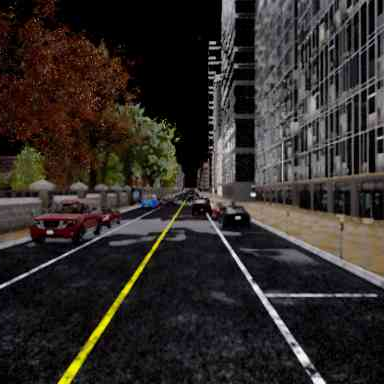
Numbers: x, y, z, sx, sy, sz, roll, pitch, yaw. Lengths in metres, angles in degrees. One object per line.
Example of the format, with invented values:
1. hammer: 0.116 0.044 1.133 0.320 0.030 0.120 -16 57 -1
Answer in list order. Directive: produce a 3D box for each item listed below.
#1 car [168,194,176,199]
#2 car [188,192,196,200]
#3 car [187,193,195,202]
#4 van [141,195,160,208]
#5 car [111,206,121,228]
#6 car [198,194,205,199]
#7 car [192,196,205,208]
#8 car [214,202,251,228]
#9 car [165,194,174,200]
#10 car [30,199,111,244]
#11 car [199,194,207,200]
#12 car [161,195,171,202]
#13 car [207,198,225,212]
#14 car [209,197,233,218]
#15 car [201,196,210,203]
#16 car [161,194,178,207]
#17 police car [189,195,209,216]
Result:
1. car: -5.715 1.233 95.226 1.752 1.417 4.829 0 0 0
2. car: -0.027 0.992 82.670 2.097 1.767 4.553 0 0 0
3. car: -0.022 1.320 67.701 1.837 1.490 4.892 0 0 0
4. van: -5.699 1.254 44.251 1.690 1.788 3.998 0 0 0
5. car: -5.694 1.551 21.517 1.802 1.307 4.206 0 0 0
6. car: 2.665 1.273 95.375 1.947 1.339 4.313 0 0 0
7. car: 0.884 1.405 48.256 1.837 1.490 4.892 0 0 0
8. car: 2.687 1.535 21.516 1.947 1.339 4.313 0 0 0
9. car: -5.713 1.312 84.032 2.008 1.369 4.403 0 0 0
10. car: -5.691 1.294 15.835 2.192 1.841 5.009 0 0 0
11. car: 2.668 1.307 84.013 1.887 1.381 4.507 0 0 0
12. car: -5.709 1.355 72.665 1.887 1.381 4.507 0 0 0
13. car: 2.682 1.454 38.732 1.752 1.417 4.829 0 0 0
14. car: 2.686 1.398 27.197 1.967 1.590 4.097 0 0 0
15. car: 2.673 1.416 66.970 1.802 1.307 4.206 0 0 0
16. car: -3.097 1.439 50.787 2.033 1.411 5.357 0 0 0
17. police car: 0.890 1.371 32.366 1.930 1.638 5.238 0 0 0
